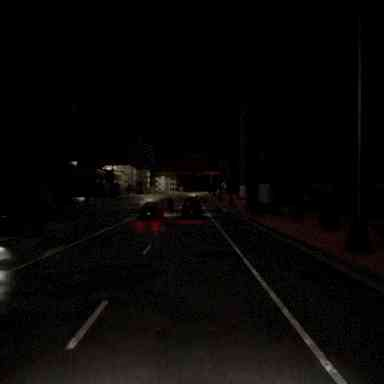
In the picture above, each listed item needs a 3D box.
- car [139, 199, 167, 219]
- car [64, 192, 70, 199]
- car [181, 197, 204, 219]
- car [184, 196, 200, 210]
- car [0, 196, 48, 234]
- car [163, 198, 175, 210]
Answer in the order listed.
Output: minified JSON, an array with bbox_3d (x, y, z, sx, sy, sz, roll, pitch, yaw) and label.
[{"bbox_3d":[-3.493,1.582,29.174,1.812,1.442,4.674,0,0,0],"label":"car"},{"bbox_3d":[-29.492,0.753,76.582,1.970,1.475,3.806,0,2,0],"label":"car"},{"bbox_3d":[0.013,1.538,30.074,1.882,1.535,5.008,0,0,0],"label":"car"},{"bbox_3d":[0.050,1.457,45.438,2.097,1.767,4.553,0,0,0],"label":"car"},{"bbox_3d":[-10.513,1.246,19.544,2.150,2.045,5.566,0,0,0],"label":"car"},{"bbox_3d":[-3.446,1.608,45.115,1.837,1.490,4.892,0,0,0],"label":"car"}]
